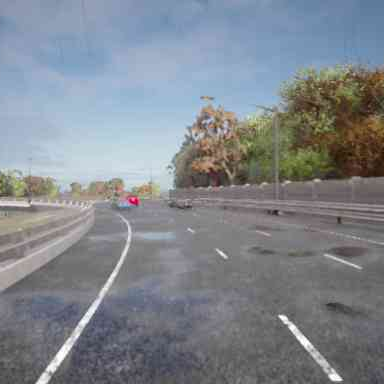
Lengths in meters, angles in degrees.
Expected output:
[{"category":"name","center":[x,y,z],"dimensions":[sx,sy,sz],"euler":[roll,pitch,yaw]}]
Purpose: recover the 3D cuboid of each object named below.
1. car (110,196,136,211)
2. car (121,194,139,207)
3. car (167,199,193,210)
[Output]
[{"category":"car","center":[-9.358,1.651,43.570],"dimensions":[2.033,1.411,5.357],"euler":[-1,0,-25]},{"category":"car","center":[-10.281,1.334,53.079],"dimensions":[2.150,2.045,5.566],"euler":[0,0,-29]},{"category":"car","center":[-1.671,1.561,43.394],"dimensions":[2.033,1.411,5.357],"euler":[-1,0,-24]}]
